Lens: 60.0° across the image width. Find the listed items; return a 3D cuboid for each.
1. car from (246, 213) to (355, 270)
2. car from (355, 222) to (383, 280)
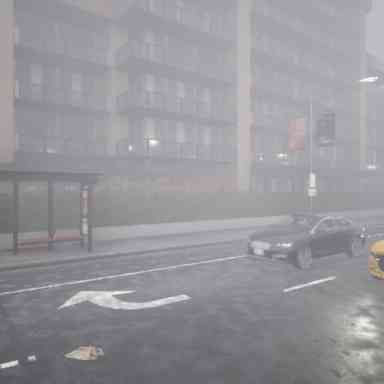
[{"bbox_3d":[3.936,1.492,11.173,4.902,1.511,2.128,0,0,-36],"label":"car"},{"bbox_3d":[6.608,1.477,8.787,5.008,1.535,1.882,0,0,-36],"label":"car"}]
